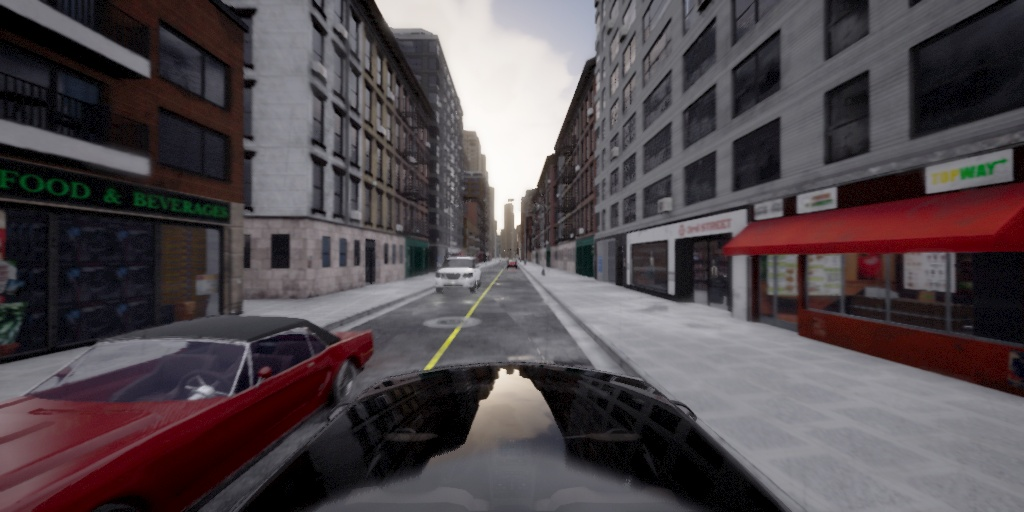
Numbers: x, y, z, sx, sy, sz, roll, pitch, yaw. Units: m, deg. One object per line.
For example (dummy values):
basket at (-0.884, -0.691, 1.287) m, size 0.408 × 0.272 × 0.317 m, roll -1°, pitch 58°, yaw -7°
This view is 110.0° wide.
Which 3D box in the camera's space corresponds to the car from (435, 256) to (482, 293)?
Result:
car at (-3.059, 1.036, 21.460) m, size 2.150 × 2.045 × 5.566 m, roll 0°, pitch 0°, yaw 0°

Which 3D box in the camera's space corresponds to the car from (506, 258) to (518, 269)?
car at (0.028, 1.447, 61.689) m, size 1.837 × 1.490 × 4.892 m, roll 0°, pitch 0°, yaw 0°

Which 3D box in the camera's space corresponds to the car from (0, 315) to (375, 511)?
car at (-3.089, 1.357, 3.400) m, size 1.895 × 1.301 × 4.718 m, roll 0°, pitch 0°, yaw 0°
